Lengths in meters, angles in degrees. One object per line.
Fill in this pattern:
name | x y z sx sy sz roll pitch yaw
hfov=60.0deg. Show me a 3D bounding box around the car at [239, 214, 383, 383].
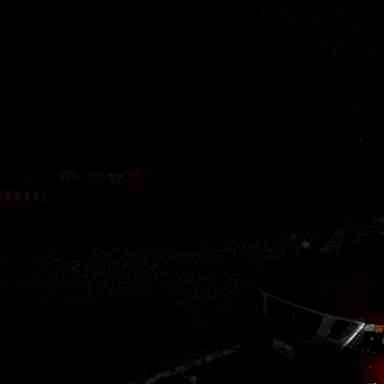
car | 3.007 1.321 4.926 5.009 1.841 2.192 0 1 -35
